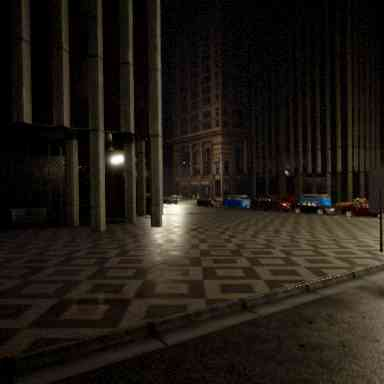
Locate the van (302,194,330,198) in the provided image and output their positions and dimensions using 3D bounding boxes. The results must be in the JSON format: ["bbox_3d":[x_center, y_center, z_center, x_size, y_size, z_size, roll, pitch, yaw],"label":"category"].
[{"bbox_3d":[15.794,1.175,42.830,1.690,1.788,3.998,-1,1,-36],"label":"van"}]

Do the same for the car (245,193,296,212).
[{"bbox_3d":[8.867,1.288,37.855,2.192,1.841,5.009,-1,1,-36],"label":"car"}]

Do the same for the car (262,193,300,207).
[{"bbox_3d":[12.565,1.127,47.313,2.192,1.841,5.009,-1,1,-36],"label":"car"}]

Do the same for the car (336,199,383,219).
[{"bbox_3d":[15.330,1.564,28.893,1.887,1.381,4.507,-1,1,-36],"label":"car"}]

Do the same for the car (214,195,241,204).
[{"bbox_3d":[6.010,1.293,56.419,1.752,1.417,4.829,-1,1,-36],"label":"car"}]

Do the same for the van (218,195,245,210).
[{"bbox_3d":[5.636,1.292,42.338,1.690,1.788,3.998,-1,1,-36],"label":"van"}]

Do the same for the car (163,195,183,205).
[{"bbox_3d":[-4.055,1.436,55.786,2.008,1.369,4.403,-1,1,-36],"label":"car"}]

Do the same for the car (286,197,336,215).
[{"bbox_3d":[12.100,1.547,33.375,2.008,1.369,4.403,-1,1,-36],"label":"car"}]

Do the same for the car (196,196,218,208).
[{"bbox_3d":[2.406,1.369,46.820,1.967,1.590,4.097,-1,1,-36],"label":"car"}]

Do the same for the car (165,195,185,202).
[{"bbox_3d":[-3.578,1.254,69.731,2.008,1.369,4.403,-1,1,-36],"label":"car"}]
